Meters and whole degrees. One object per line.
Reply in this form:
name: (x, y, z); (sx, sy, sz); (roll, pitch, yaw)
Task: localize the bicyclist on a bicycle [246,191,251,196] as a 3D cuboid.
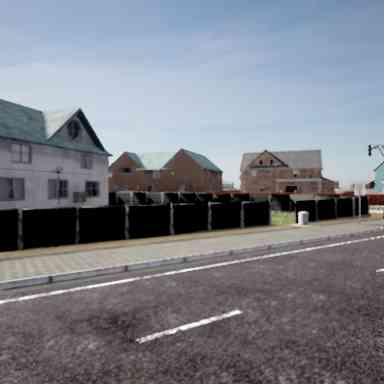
bicyclist on a bicycle: (6.943, 0.653, 40.897); (0.582, 1.620, 1.656); (1, 1, 19)
